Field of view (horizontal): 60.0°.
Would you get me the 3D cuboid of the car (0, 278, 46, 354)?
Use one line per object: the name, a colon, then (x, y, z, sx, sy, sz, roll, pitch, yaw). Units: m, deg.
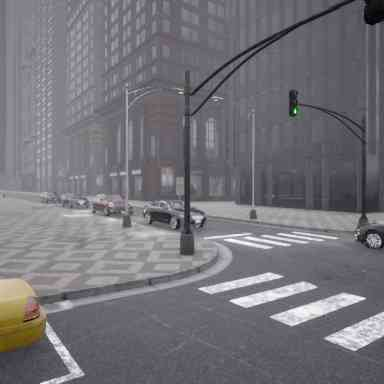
car: (-4.259, 1.525, 3.614, 4.829, 1.417, 1.752, 0, 0, -35)

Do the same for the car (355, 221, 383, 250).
car: (8.309, 1.444, 11.607, 1.837, 1.490, 4.892, 0, 1, -36)

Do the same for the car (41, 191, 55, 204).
car: (-18.326, 0.688, 43.248, 1.837, 1.490, 4.892, 0, 1, -35)

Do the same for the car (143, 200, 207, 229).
car: (-1.104, 1.205, 19.218, 2.128, 1.511, 4.902, 0, 1, -36)

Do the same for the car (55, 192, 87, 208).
car: (-12.316, 0.853, 34.828, 2.128, 1.511, 4.902, 0, 1, -36)

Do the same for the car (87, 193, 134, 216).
car: (-6.435, 0.895, 26.638, 2.097, 1.767, 4.553, 0, 1, -35)
